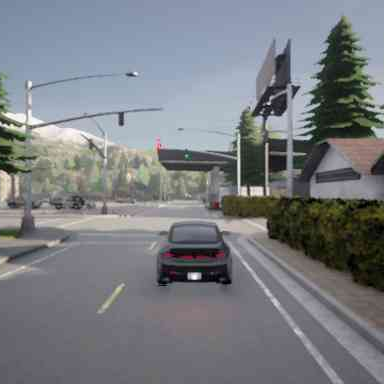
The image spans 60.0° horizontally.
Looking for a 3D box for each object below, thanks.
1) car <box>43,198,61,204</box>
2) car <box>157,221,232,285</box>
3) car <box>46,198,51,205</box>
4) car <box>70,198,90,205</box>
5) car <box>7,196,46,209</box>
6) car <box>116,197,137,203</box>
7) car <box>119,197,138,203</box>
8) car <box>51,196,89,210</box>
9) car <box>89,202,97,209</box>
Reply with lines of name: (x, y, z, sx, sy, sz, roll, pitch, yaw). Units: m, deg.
car: (-35.113, 2.150, 83.555, 3.806, 1.475, 1.970, 0, -1, -1)
car: (0.070, 1.597, 9.727, 1.837, 1.490, 4.892, 0, 0, 0)
car: (-24.031, 1.864, 61.638, 4.514, 1.523, 2.007, 0, -1, -1)
car: (-24.049, 1.977, 71.630, 3.633, 1.501, 1.845, 0, -1, -1)
car: (-24.667, 1.549, 49.179, 4.605, 1.855, 1.932, 0, -1, -1)
car: (-16.447, 2.096, 83.521, 5.027, 1.636, 2.152, 0, -1, -1)
car: (-16.518, 2.134, 86.658, 4.514, 1.523, 2.007, 0, -1, -1)
car: (-16.779, 1.499, 45.940, 3.866, 1.878, 1.905, 0, -1, -1)
car: (-16.188, 1.813, 49.266, 3.806, 1.475, 1.970, 0, -1, -1)
